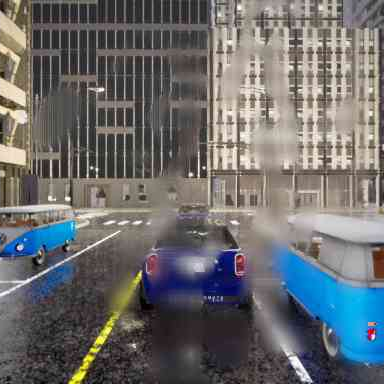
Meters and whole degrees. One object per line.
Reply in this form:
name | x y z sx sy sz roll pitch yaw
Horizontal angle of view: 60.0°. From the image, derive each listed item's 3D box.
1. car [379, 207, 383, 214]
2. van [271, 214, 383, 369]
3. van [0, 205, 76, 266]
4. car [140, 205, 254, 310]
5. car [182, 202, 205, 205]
car | 18.979 1.491 29.029 4.829 1.417 1.752 0 0 0
van | 2.558 1.343 5.605 1.690 1.788 3.998 0 0 0
van | -5.336 1.346 11.272 1.690 1.788 3.998 0 0 0
car | 0.083 1.355 7.978 2.097 1.767 4.553 0 0 0
car | 0.084 1.360 18.004 2.097 1.767 4.553 0 0 0
